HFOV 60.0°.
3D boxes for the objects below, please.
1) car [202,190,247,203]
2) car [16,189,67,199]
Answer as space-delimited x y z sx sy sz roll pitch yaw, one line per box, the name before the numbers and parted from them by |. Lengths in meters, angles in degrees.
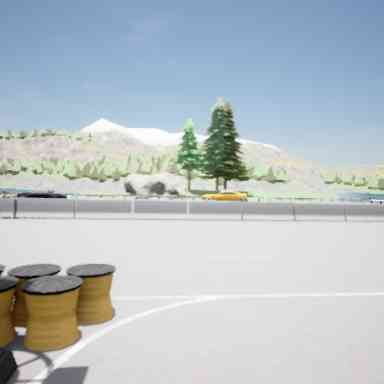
car | 3.611 0.571 37.064 5.008 1.535 1.882 1 2 -6
car | -15.796 0.356 34.980 4.718 1.301 1.895 1 2 -6
